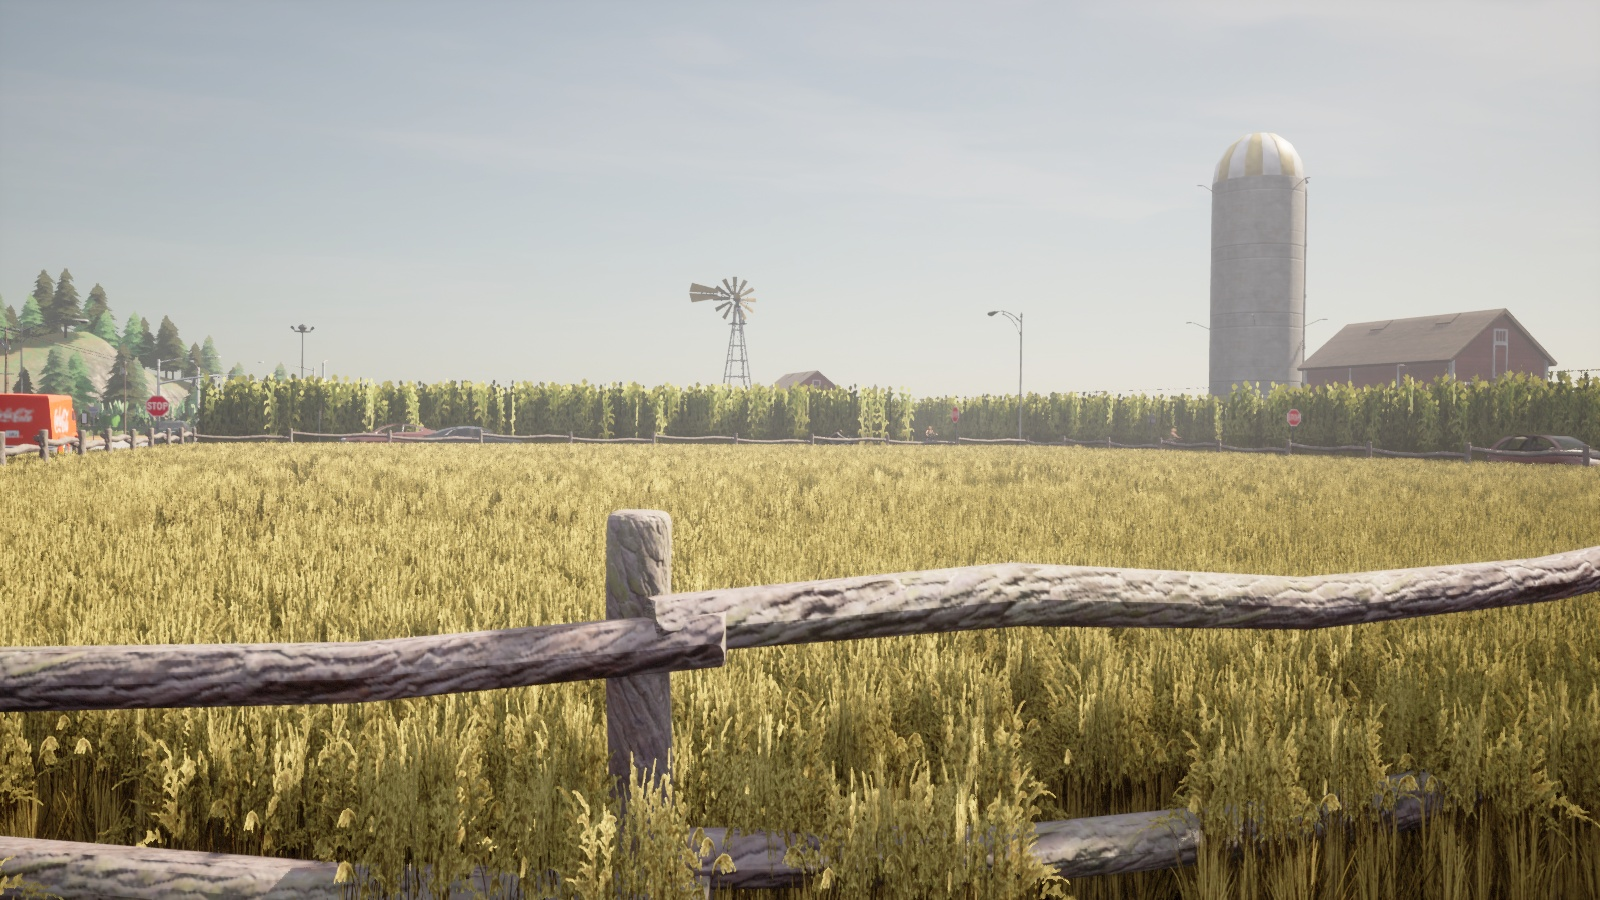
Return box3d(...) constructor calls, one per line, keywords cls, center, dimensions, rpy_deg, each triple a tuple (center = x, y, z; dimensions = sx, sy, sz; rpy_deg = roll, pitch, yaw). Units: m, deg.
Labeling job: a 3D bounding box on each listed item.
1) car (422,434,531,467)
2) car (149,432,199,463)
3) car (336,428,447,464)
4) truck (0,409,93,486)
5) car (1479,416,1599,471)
box3d(cls="car", center=(-15.356, -0.001, 59.604), dimensions=(4.892, 1.490, 1.837), rpy_deg=(-1, 1, -19))
box3d(cls="car", center=(-37.287, -0.159, 74.901), dimensions=(2.097, 1.767, 4.553), rpy_deg=(-1, 1, -19))
box3d(cls="car", center=(-19.938, -0.205, 61.306), dimensions=(5.027, 1.651, 2.152), rpy_deg=(-1, 1, -19))
box3d(cls="truck", center=(-26.350, -0.105, 43.126), dimensions=(2.627, 2.467, 5.204), rpy_deg=(-1, 1, -19))
box3d(cls="car", center=(23.580, -0.232, 39.221), dimensions=(1.851, 1.617, 3.988), rpy_deg=(-1, 1, -19))
